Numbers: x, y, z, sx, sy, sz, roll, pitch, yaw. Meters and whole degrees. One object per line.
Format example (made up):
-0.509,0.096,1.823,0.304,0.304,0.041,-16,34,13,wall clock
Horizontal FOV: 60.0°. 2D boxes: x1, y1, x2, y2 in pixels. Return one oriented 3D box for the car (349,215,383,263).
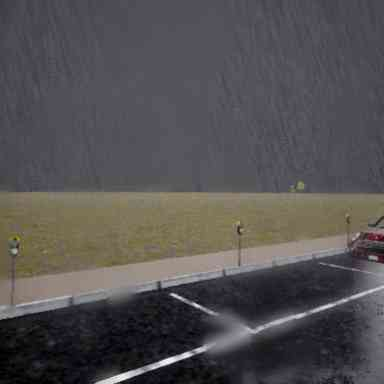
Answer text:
7.050,1.443,11.115,4.097,1.590,1.967,0,1,-35,car
